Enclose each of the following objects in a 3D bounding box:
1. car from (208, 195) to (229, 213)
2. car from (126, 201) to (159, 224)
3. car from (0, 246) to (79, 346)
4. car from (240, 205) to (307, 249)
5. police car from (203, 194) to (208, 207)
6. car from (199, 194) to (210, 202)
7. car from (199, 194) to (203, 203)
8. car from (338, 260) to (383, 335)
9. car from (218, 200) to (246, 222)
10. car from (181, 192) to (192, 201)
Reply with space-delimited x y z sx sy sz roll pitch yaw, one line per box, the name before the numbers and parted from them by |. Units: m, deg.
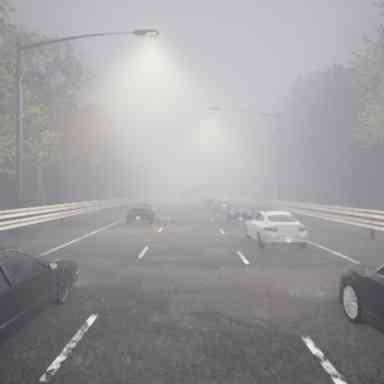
car | 3.227 1.406 36.335 2.163 1.488 4.792 0 0 -1
car | -3.530 1.441 24.102 1.837 1.490 4.892 0 0 -1
car | -3.409 1.535 4.932 2.033 1.411 5.357 0 0 0
car | 3.456 1.489 14.231 1.812 1.442 4.674 0 0 0
police car | 3.043 1.295 47.450 1.930 1.638 5.238 0 0 -1
car | 2.536 1.233 69.409 2.033 1.649 4.856 0 0 -2
car | 2.813 1.384 58.376 2.033 1.411 5.357 0 0 -1
car | 3.588 1.494 4.200 1.837 1.490 4.892 0 0 0
car | 3.365 1.534 25.298 1.895 1.301 4.718 0 0 -1
car | -1.212 0.933 78.231 2.150 2.045 5.566 0 0 -2
